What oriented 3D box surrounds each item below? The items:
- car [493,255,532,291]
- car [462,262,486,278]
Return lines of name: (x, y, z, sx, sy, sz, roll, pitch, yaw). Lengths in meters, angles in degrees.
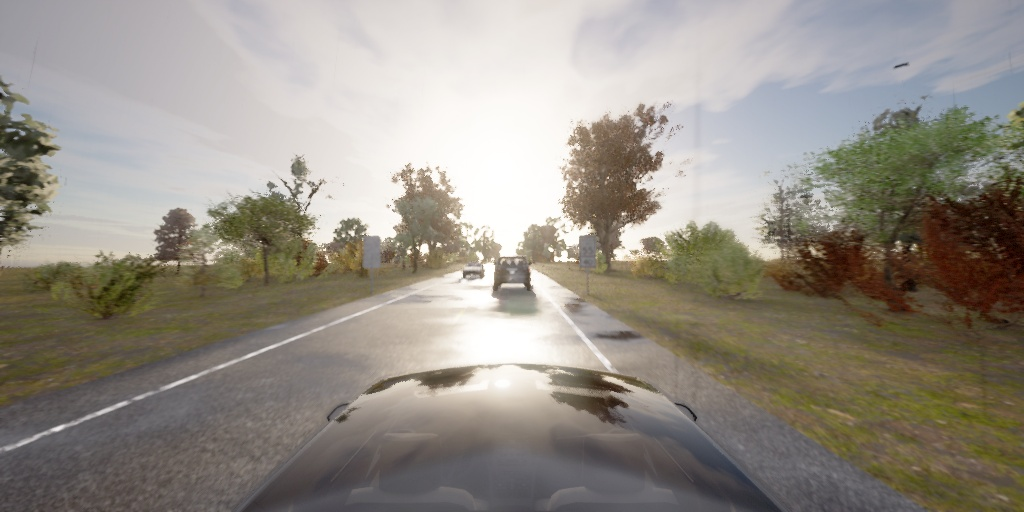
car: (0.033, 0.945, 21.912, 2.150, 2.045, 5.566, 0, 0, 1)
car: (-3.514, 1.274, 33.946, 2.033, 1.411, 5.357, 0, 0, 0)
